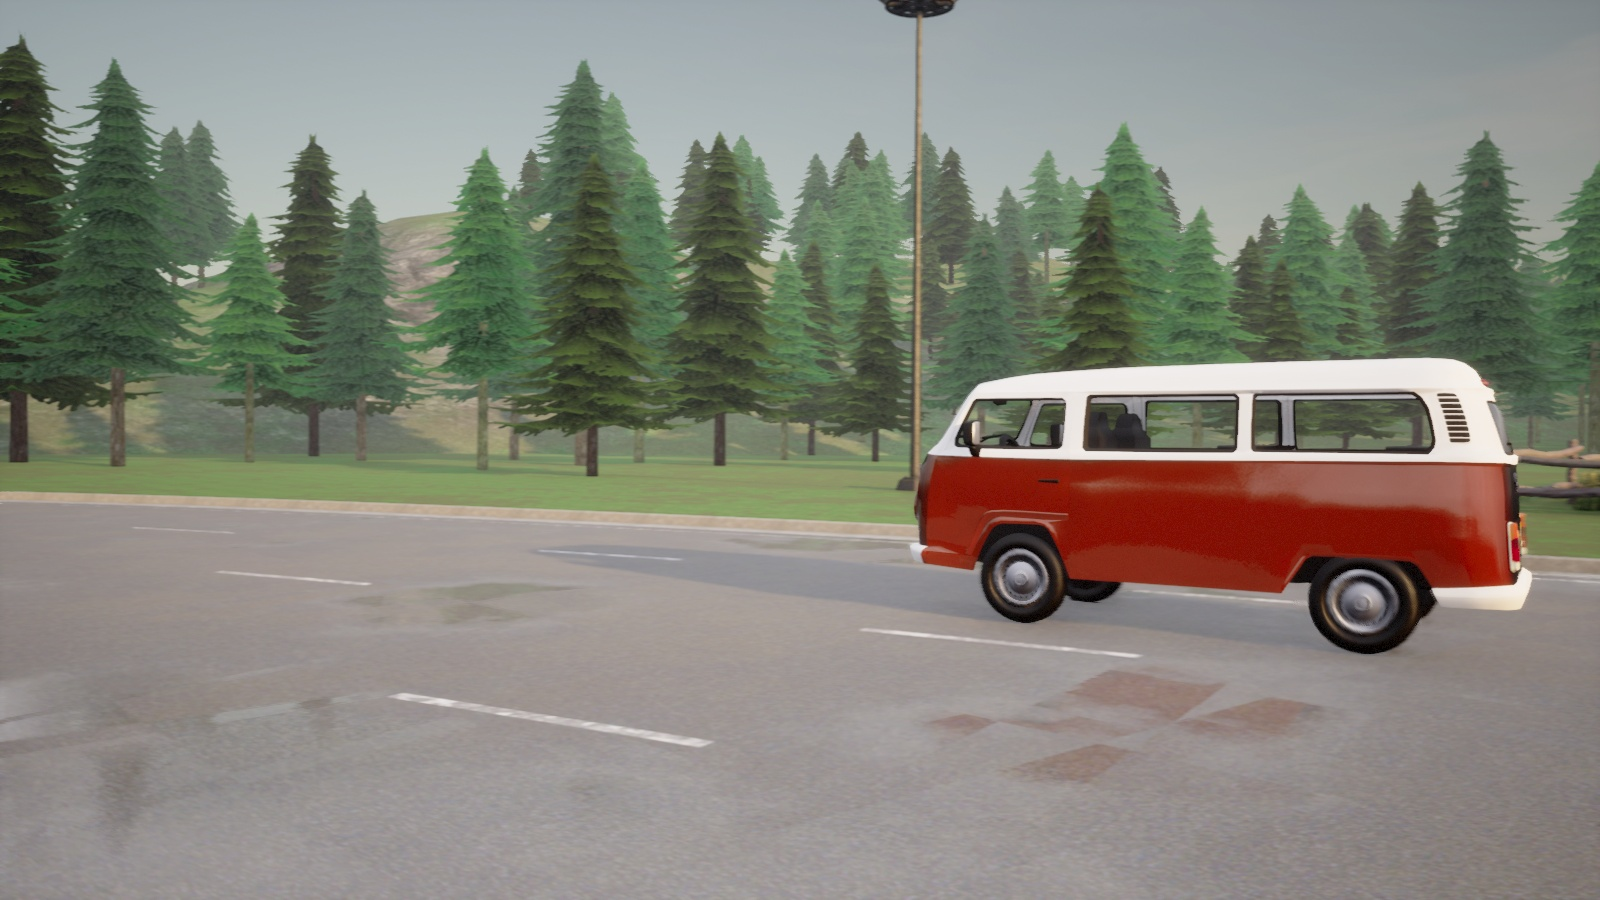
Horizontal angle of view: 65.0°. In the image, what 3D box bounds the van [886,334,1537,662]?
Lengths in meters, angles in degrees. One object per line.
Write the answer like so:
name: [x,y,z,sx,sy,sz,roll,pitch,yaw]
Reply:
van: [3.152,0.287,9.841,4.480,2.038,2.069,0,1,32]
